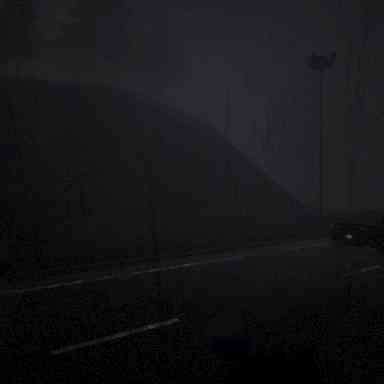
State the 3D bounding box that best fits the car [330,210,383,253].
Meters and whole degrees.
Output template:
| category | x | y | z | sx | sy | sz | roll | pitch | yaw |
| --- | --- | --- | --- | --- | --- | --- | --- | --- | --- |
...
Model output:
| category | x | y | z | sx | sy | sz | roll | pitch | yaw |
| --- | --- | --- | --- | --- | --- | --- | --- | --- | --- |
| car | 7.641 | 1.484 | 13.744 | 5.008 | 1.535 | 1.882 | 0 | 0 | -40 |
